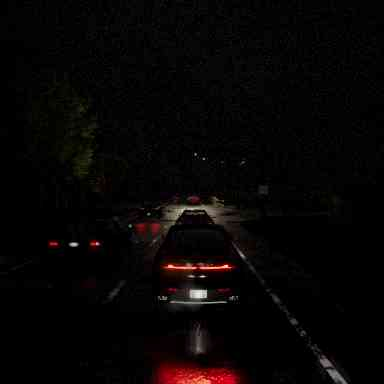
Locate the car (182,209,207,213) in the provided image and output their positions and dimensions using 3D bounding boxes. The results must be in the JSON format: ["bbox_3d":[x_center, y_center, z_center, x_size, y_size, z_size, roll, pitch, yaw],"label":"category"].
[{"bbox_3d":[0.135,1.568,17.050,1.994,1.385,4.181,0,0,0],"label":"car"}]

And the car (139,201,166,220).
[{"bbox_3d":[-3.340,1.499,28.239,2.128,1.511,4.902,0,0,0],"label":"car"}]

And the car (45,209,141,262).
[{"bbox_3d":[-3.374,1.551,12.011,2.033,1.411,5.357,0,0,0],"label":"car"}]

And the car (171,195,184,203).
[{"bbox_3d":[-3.257,1.506,68.632,1.837,1.490,4.892,0,0,0],"label":"car"}]

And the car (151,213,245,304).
[{"bbox_3d":[0.116,1.507,8.141,1.837,1.490,4.892,0,0,0],"label":"car"}]

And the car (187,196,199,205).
[{"bbox_3d":[0.202,1.482,57.413,1.882,1.535,5.008,0,0,0],"label":"car"}]
